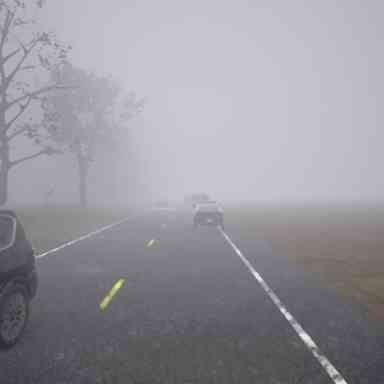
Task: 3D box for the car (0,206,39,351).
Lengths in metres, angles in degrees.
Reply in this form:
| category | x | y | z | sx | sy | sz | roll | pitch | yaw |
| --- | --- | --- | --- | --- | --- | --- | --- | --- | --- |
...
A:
| category | x | y | z | sx | sy | sz | roll | pitch | yaw |
| --- | --- | --- | --- | --- | --- | --- | --- | --- | --- |
| car | -3.605 | 1.216 | 3.258 | 2.150 | 2.045 | 5.566 | 0 | 0 | 0 |

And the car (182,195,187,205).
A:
| category | x | y | z | sx | sy | sz | roll | pitch | yaw |
| --- | --- | --- | --- | --- | --- | --- | --- | --- | --- |
| car | -0.552 | 1.301 | 55.915 | 2.097 | 1.767 | 4.553 | 0 | 0 | -1 |

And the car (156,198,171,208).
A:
| category | x | y | z | sx | sy | sz | roll | pitch | yaw |
| --- | --- | --- | --- | --- | --- | --- | --- | --- | --- |
| car | -3.984 | 1.517 | 46.960 | 1.994 | 1.385 | 4.181 | 0 | 0 | -1 |

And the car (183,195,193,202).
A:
| category | x | y | z | sx | sy | sz | roll | pitch | yaw |
| --- | --- | --- | --- | --- | --- | --- | --- | --- | --- |
| car | -0.911 | 1.389 | 71.757 | 2.128 | 1.511 | 4.902 | 0 | 0 | -2 |

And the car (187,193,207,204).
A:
| category | x | y | z | sx | sy | sz | roll | pitch | yaw |
| --- | --- | --- | --- | --- | --- | --- | --- | --- | --- |
| car | 0.801 | 1.181 | 37.242 | 2.150 | 2.045 | 5.566 | 0 | 0 | -1 |

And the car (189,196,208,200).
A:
| category | x | y | z | sx | sy | sz | roll | pitch | yaw |
| --- | --- | --- | --- | --- | --- | --- | --- | --- | --- |
| car | 0.874 | 1.439 | 31.206 | 1.882 | 1.535 | 5.008 | 0 | 0 | -1 |

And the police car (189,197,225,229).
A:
| category | x | y | z | sx | sy | sz | roll | pitch | yaw |
| --- | --- | --- | --- | --- | --- | --- | --- | --- | --- |
| police car | 0.968 | 1.396 | 21.306 | 1.930 | 1.638 | 5.238 | 0 | 0 | 0 |
